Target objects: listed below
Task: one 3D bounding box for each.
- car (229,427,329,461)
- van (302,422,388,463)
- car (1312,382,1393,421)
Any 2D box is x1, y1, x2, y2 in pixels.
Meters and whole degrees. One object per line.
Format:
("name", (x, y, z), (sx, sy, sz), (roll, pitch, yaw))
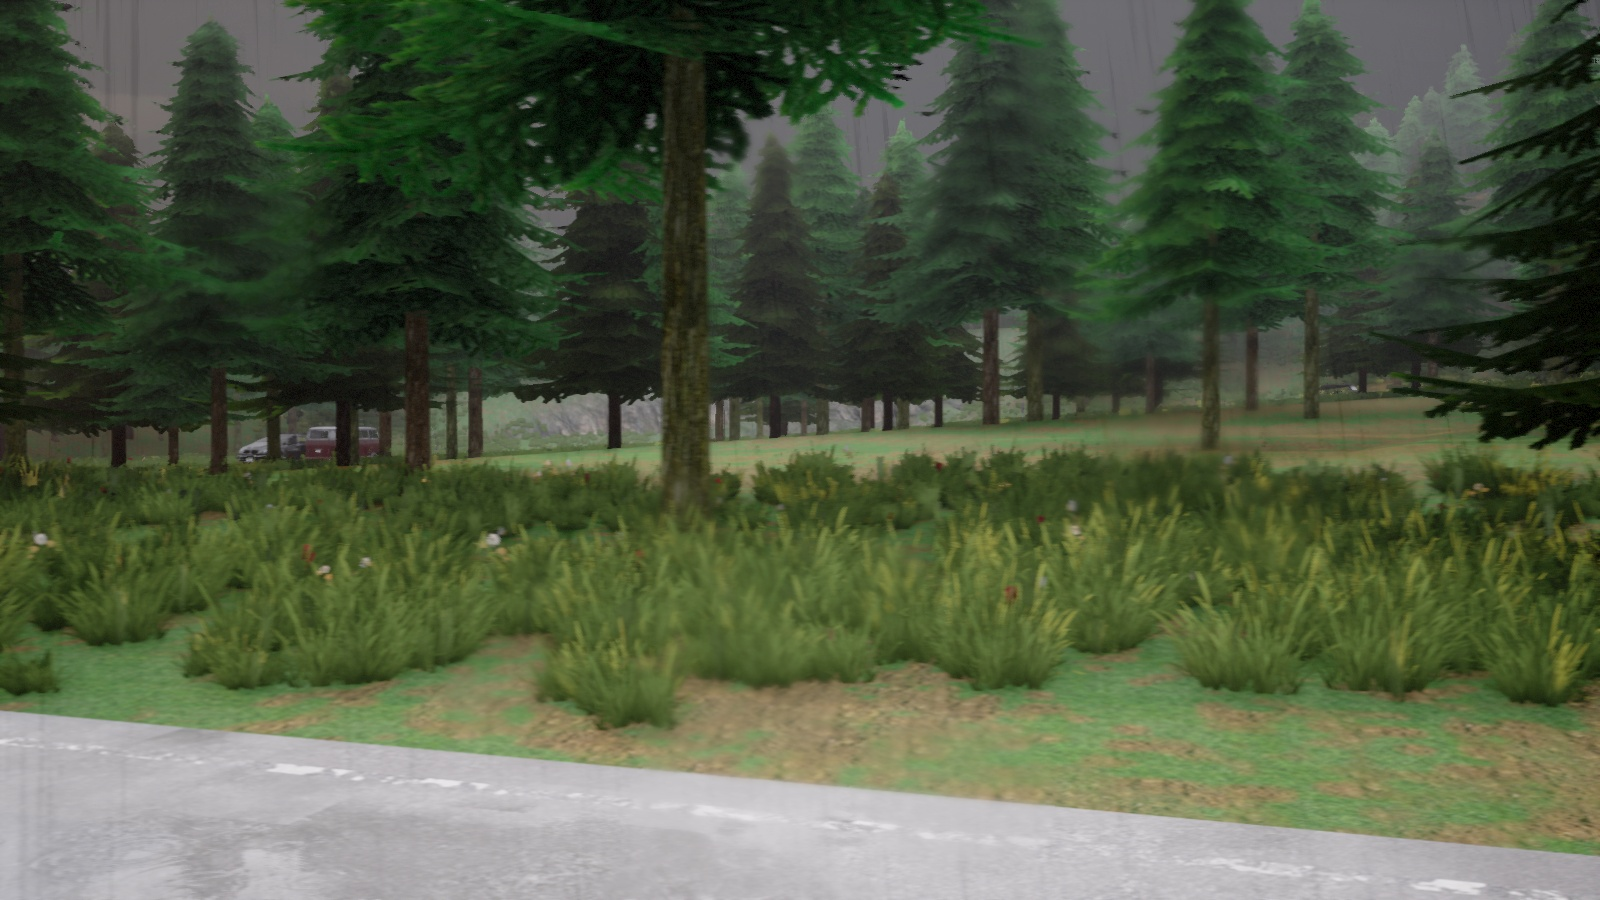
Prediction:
("car", (-26.507, -0.315, 64.100), (2.242, 1.667, 4.611), (1, 1, 18))
("van", (-23.159, -0.394, 64.043), (1.775, 1.987, 4.442), (1, 1, 18))
("car", (32.546, -2.810, 74.017), (3.866, 1.878, 1.905), (-6, -3, 38))
